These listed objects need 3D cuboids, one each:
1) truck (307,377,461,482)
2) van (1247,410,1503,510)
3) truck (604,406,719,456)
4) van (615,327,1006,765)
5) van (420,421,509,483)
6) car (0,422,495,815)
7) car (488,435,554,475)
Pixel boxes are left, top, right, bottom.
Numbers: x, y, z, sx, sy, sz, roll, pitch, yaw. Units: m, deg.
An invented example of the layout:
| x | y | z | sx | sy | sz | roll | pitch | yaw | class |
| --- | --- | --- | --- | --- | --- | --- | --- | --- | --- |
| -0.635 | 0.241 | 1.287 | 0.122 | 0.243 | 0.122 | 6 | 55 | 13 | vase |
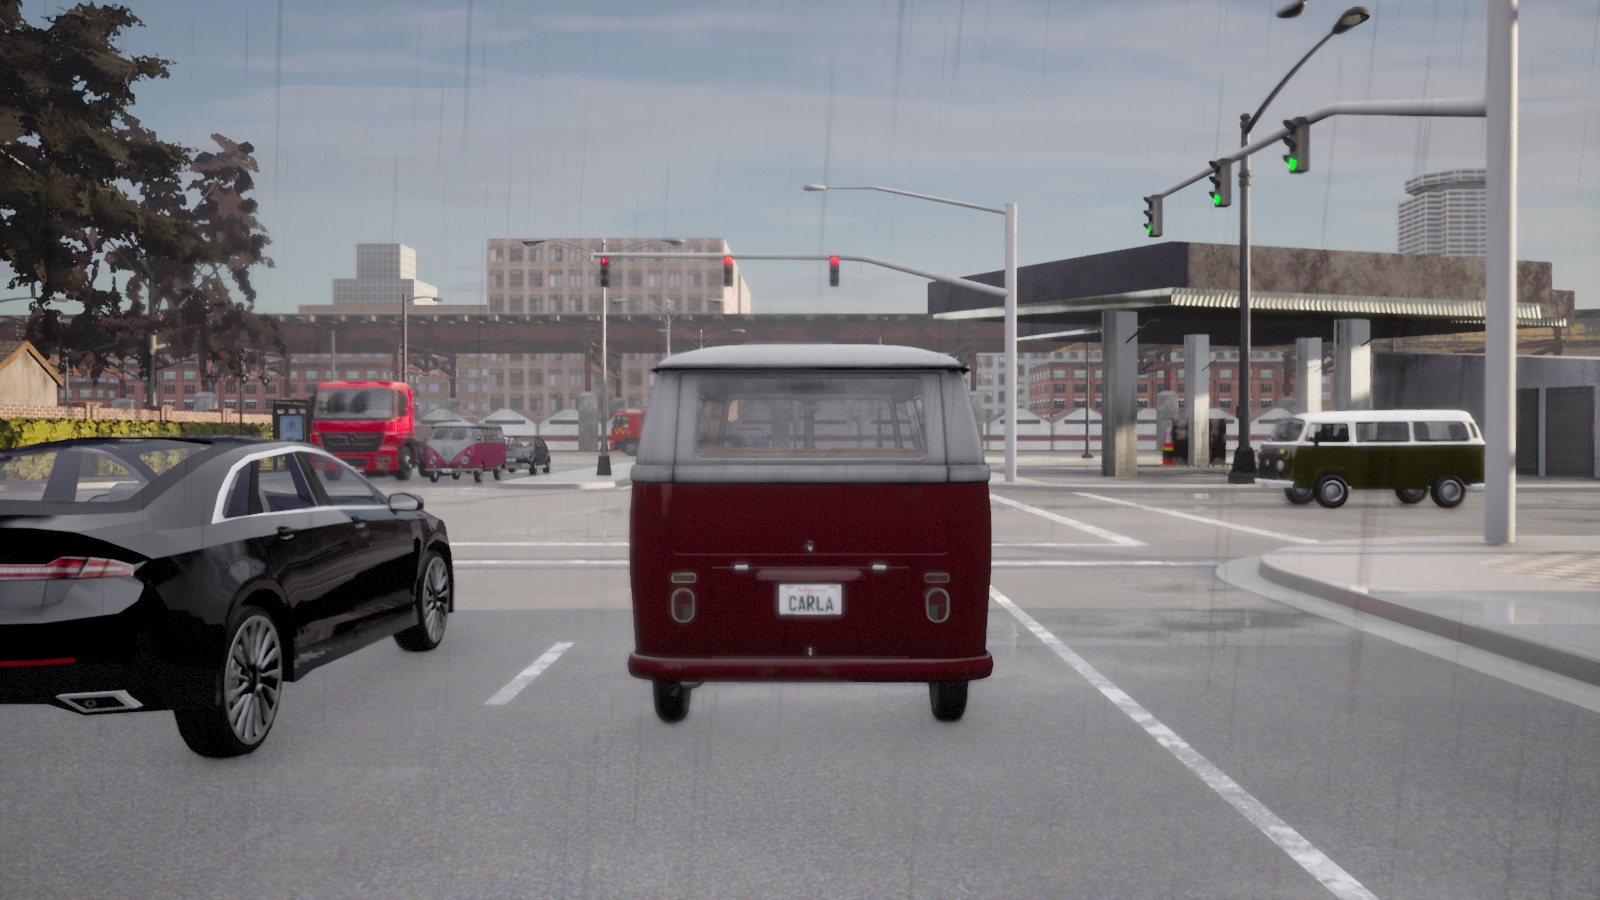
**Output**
| x | y | z | sx | sy | sz | roll | pitch | yaw | class |
| --- | --- | --- | --- | --- | --- | --- | --- | --- | --- |
| -14.767 | -0.728 | 45.318 | 2.891 | 3.462 | 7.936 | 0 | 1 | 0 | truck |
| 12.091 | 0.198 | 26.634 | 4.480 | 2.038 | 2.069 | 0 | 1 | -1 | van |
| -10.553 | -1.448 | 96.446 | 8.468 | 3.827 | 2.891 | 0 | 1 | 1 | truck |
| 0.061 | 0.414 | 7.927 | 1.775 | 1.987 | 4.442 | 0 | 1 | 0 | van |
| -11.240 | 0.041 | 42.328 | 1.775 | 1.987 | 4.442 | 0 | 1 | 0 | van |
| -3.443 | 0.622 | 7.276 | 2.128 | 1.511 | 4.902 | 0 | 1 | 0 | car |
| -11.192 | 0.180 | 50.567 | 1.789 | 1.549 | 3.705 | 0 | 1 | 0 | car |
